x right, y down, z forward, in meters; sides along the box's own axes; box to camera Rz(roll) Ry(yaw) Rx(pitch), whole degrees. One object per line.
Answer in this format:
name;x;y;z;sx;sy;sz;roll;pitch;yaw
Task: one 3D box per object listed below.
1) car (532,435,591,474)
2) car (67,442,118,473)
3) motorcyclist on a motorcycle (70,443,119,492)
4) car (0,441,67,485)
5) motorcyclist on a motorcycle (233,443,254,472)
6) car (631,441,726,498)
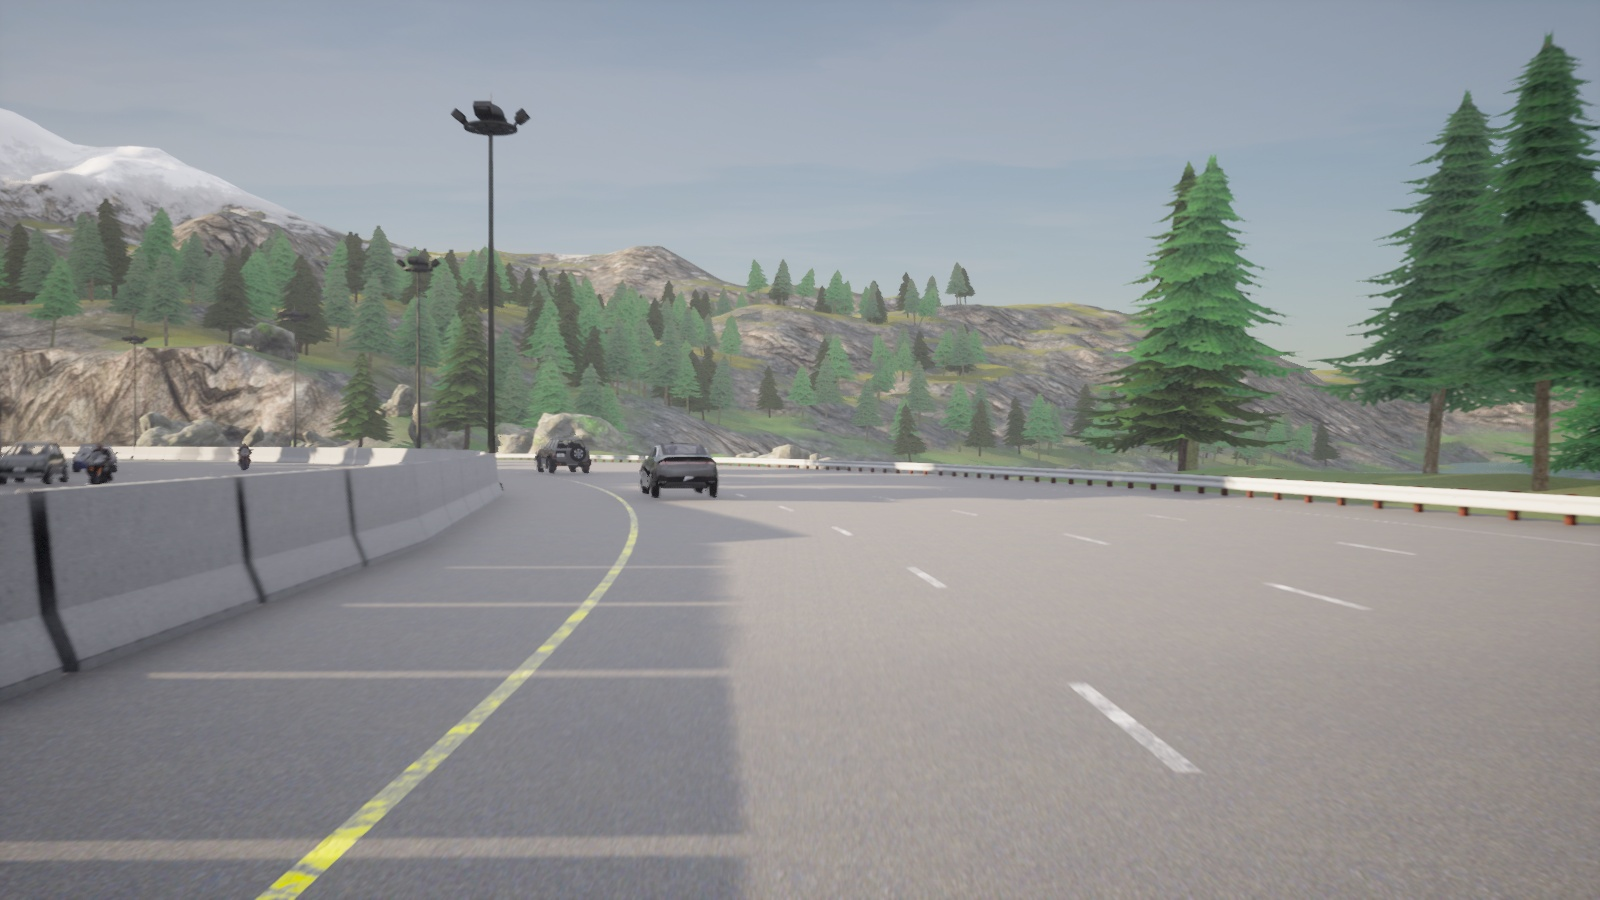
car;-11.799;0.209;61.842;1.932;1.855;4.605;0;0;-23
car;-36.122;0.360;64.201;2.163;1.488;4.792;0;0;-28
motorcyclist on a motorcycle;-22.776;0.537;40.574;0.866;1.530;2.191;-1;1;-16
car;-28.146;0.448;45.757;1.789;1.549;3.705;0;0;-19
motorcyclist on a motorcycle;-30.184;0.378;68.051;0.866;1.530;2.191;-1;1;-28
car;-3.523;0.501;35.614;2.128;1.511;4.902;0;0;-12
